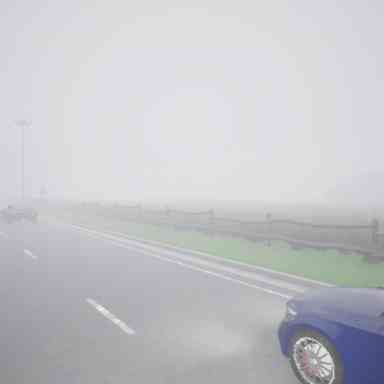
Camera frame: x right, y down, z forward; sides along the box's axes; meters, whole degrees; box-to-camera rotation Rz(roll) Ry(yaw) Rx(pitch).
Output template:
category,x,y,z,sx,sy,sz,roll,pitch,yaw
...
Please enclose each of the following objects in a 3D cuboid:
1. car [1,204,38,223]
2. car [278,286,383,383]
category,x,y,z,sx,sy,sz,roll,pitch,yaw
car,-13.193,1.595,25.222,1.895,1.301,4.718,0,0,-36
car,2.988,1.525,2.997,1.812,1.442,4.674,0,0,-36
